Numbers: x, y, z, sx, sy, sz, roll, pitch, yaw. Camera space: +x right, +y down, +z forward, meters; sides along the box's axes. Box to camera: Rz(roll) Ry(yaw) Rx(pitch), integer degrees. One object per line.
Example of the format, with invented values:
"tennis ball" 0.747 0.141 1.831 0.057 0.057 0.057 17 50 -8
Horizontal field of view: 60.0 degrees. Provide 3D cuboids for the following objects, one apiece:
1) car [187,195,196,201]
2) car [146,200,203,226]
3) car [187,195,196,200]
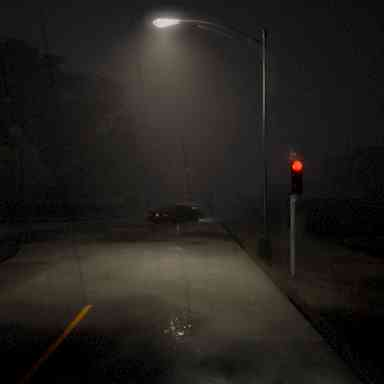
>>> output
"car" -0.083 1.427 77.493 1.895 1.301 4.718 0 0 0
"car" -1.086 1.547 23.651 2.033 1.411 5.357 0 0 28
"car" -0.072 1.526 67.460 1.812 1.442 4.674 0 0 0
